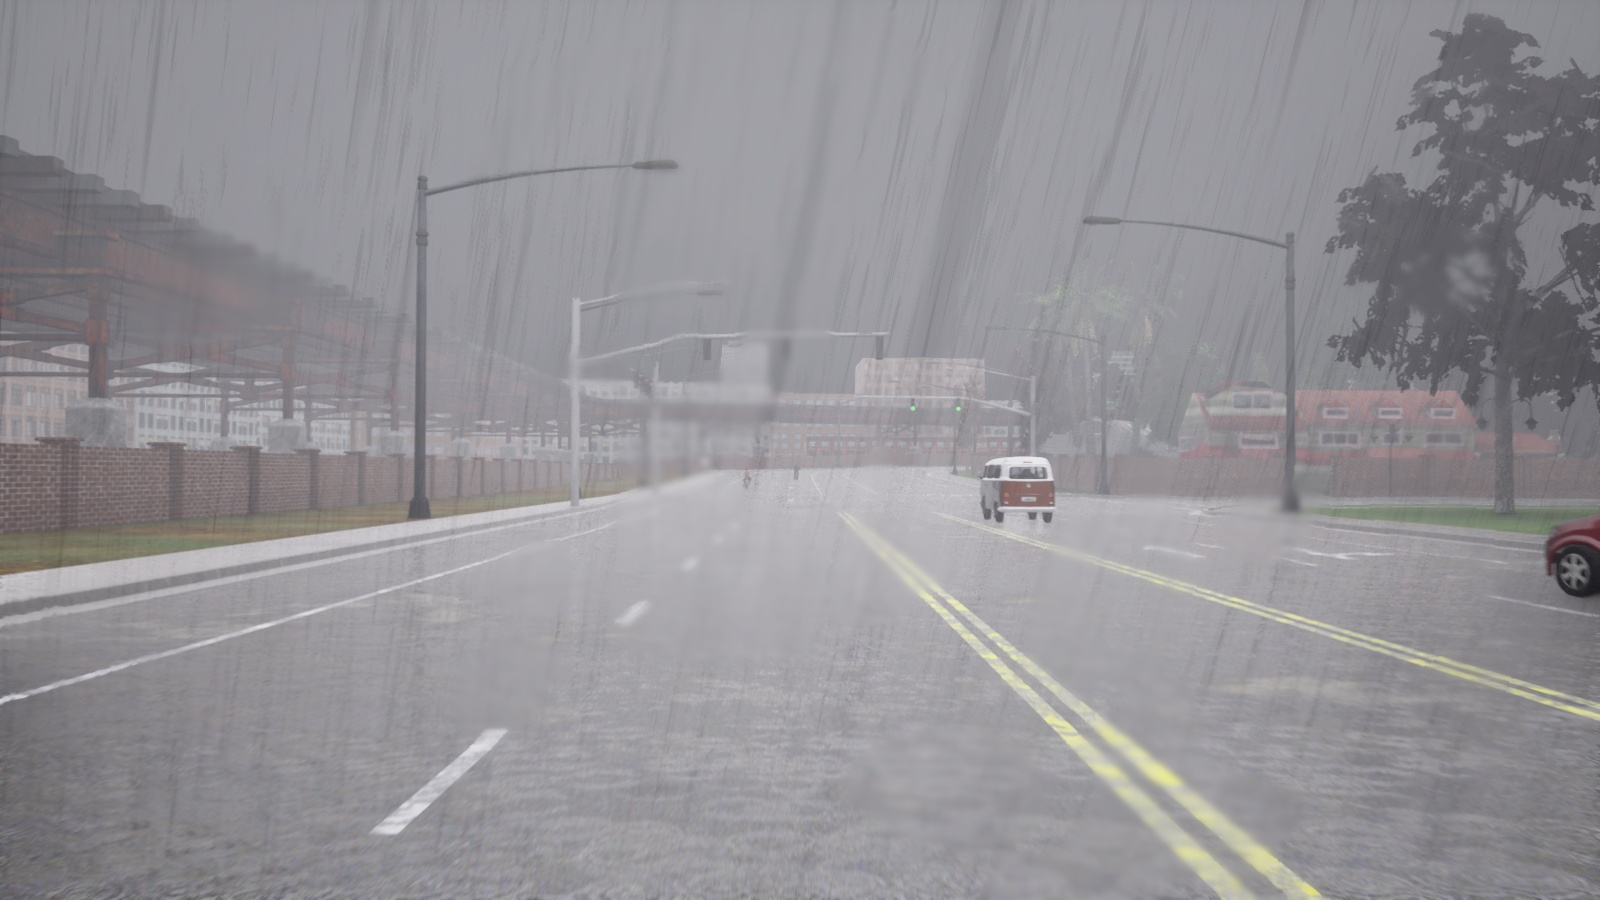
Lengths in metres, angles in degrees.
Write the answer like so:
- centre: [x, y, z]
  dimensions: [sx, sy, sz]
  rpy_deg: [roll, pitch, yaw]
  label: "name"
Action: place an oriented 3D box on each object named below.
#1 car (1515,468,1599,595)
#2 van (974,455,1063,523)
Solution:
- centre: [11.102, 1.004, 15.319]
  dimensions: [1.789, 1.549, 3.705]
  rpy_deg: [0, -1, -33]
  label: "car"
- centre: [6.898, 1.185, 40.108]
  dimensions: [2.069, 2.038, 4.480]
  rpy_deg: [0, -1, 0]
  label: "van"
